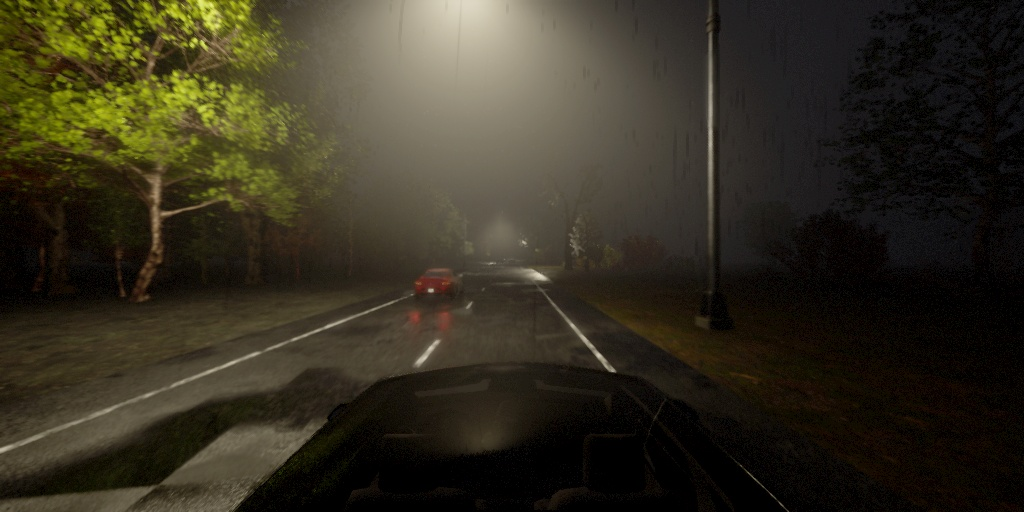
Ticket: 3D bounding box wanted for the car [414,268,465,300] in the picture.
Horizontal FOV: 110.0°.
[{"bbox_3d":[-3.497,1.322,17.774,1.812,1.442,4.674,0,0,0],"label":"car"}]
